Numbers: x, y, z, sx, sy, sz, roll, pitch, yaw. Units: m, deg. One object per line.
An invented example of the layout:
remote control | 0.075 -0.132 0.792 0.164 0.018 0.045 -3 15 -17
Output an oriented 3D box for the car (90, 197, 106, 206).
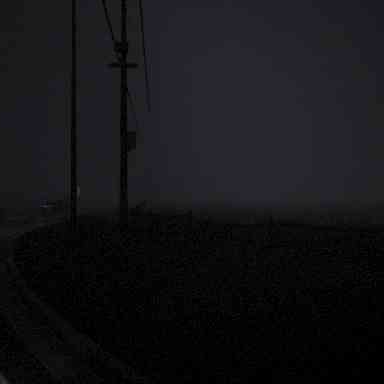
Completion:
car | -15.514 1.510 54.965 1.882 1.535 5.008 0 0 -6

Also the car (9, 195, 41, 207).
car | -25.690 1.582 51.360 2.033 1.411 5.357 0 0 -7

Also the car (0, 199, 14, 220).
car | -15.992 1.525 25.743 1.837 1.490 4.892 0 0 -6

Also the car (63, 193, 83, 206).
car | -18.748 1.252 52.217 2.150 2.045 5.566 0 0 -6

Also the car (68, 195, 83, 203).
car | -24.110 1.428 68.951 1.994 1.385 4.181 0 0 -6

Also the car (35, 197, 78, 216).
car | -13.193 1.512 32.665 2.128 1.511 4.902 0 0 -6

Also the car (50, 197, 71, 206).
car | -23.031 1.585 58.587 2.033 1.411 5.357 0 0 -6

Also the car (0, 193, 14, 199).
car | -29.377 1.251 52.908 2.150 2.045 5.566 0 -1 -6
